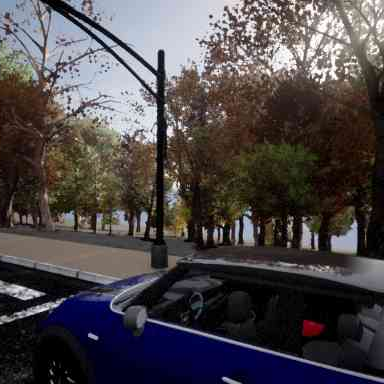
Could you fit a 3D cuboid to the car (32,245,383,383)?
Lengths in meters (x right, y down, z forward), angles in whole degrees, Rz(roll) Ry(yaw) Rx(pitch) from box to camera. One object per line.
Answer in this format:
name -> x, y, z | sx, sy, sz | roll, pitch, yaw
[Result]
car -> 0.432, 1.352, 3.349 | 4.553, 1.767, 2.097 | 0, 0, 34
